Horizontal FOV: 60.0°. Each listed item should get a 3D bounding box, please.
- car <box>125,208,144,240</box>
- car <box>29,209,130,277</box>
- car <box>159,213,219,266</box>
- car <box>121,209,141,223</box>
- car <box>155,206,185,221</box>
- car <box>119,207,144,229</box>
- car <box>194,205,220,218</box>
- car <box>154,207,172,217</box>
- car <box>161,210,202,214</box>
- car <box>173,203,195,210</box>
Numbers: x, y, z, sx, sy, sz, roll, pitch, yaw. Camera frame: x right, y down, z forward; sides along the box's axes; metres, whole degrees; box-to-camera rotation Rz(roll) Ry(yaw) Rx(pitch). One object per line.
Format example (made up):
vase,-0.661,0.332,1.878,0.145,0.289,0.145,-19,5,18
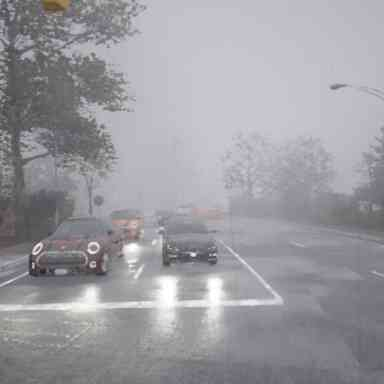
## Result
car,-4.182,1.906,20.264,2.097,1.767,4.553,-1,-2,-6
car,-3.647,1.649,11.344,2.097,1.767,4.553,-1,-1,-2
car,-0.201,1.786,12.852,1.837,1.490,4.892,-1,-1,-6
car,-7.406,2.795,40.007,2.128,1.511,4.902,-1,-2,-13
car,-2.164,2.419,31.827,1.837,1.490,4.892,-1,-2,-10
car,-5.431,2.263,30.038,2.097,1.767,4.553,-1,-2,-10
car,2.240,2.757,44.972,1.882,1.535,5.008,-1,-2,-15
car,-4.914,3.301,55.881,1.837,1.490,4.892,-1,-2,-20
car,-0.806,2.108,21.729,1.994,1.385,4.181,-1,-2,-6
car,-1.730,2.626,46.272,2.150,2.045,5.566,-1,-2,-16
